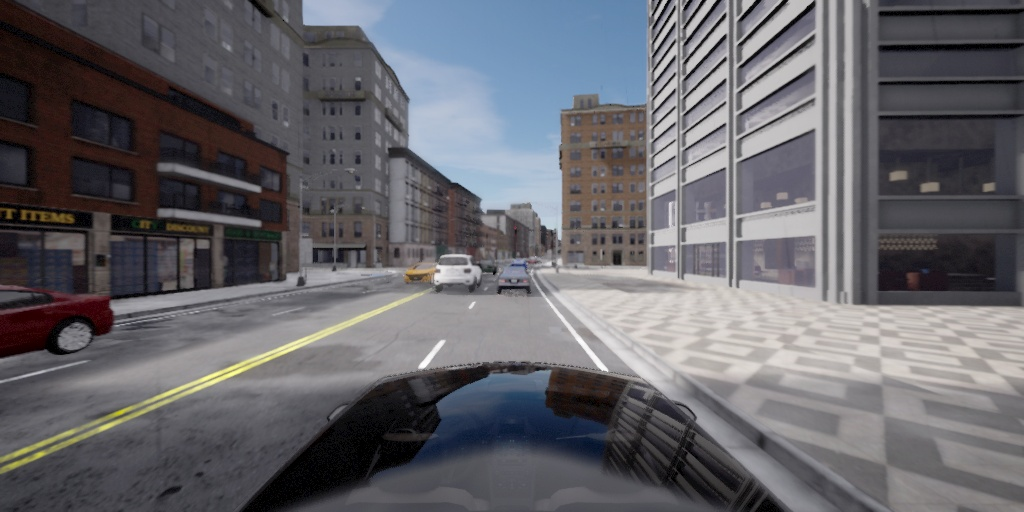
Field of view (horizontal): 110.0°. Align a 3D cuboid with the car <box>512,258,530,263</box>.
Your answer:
[{"bbox_3d":[0.839,1.207,41.347,1.882,1.535,5.008,0,0,3],"label":"car"}]

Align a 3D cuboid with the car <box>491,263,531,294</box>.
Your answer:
[{"bbox_3d":[0.131,1.308,20.565,2.033,1.411,5.357,0,0,1],"label":"car"}]

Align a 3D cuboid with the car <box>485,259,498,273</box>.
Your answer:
[{"bbox_3d":[-2.552,1.085,38.478,2.097,1.767,4.553,0,0,3],"label":"car"}]

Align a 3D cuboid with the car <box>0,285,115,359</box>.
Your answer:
[{"bbox_3d":[-9.850,1.235,5.881,1.882,1.535,5.008,0,0,0],"label":"car"}]

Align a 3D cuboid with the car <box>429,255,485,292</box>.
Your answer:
[{"bbox_3d":[-3.090,0.979,21.513,2.150,2.045,5.566,0,0,1],"label":"car"}]

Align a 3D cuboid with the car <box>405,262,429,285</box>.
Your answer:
[{"bbox_3d":[-6.403,1.231,26.563,1.882,1.535,5.008,0,0,2],"label":"car"}]
